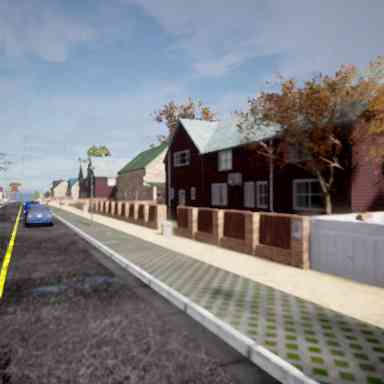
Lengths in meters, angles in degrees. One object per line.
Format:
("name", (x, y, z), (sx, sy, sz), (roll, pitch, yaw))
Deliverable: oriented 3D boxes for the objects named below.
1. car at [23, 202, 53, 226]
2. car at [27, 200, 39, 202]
("car", (-11.538, 1.712, 25.005), (2.033, 1.411, 5.357), (0, 0, -27))
("car", (-19.415, 1.762, 40.623), (1.882, 1.535, 5.008), (0, 0, -26))
